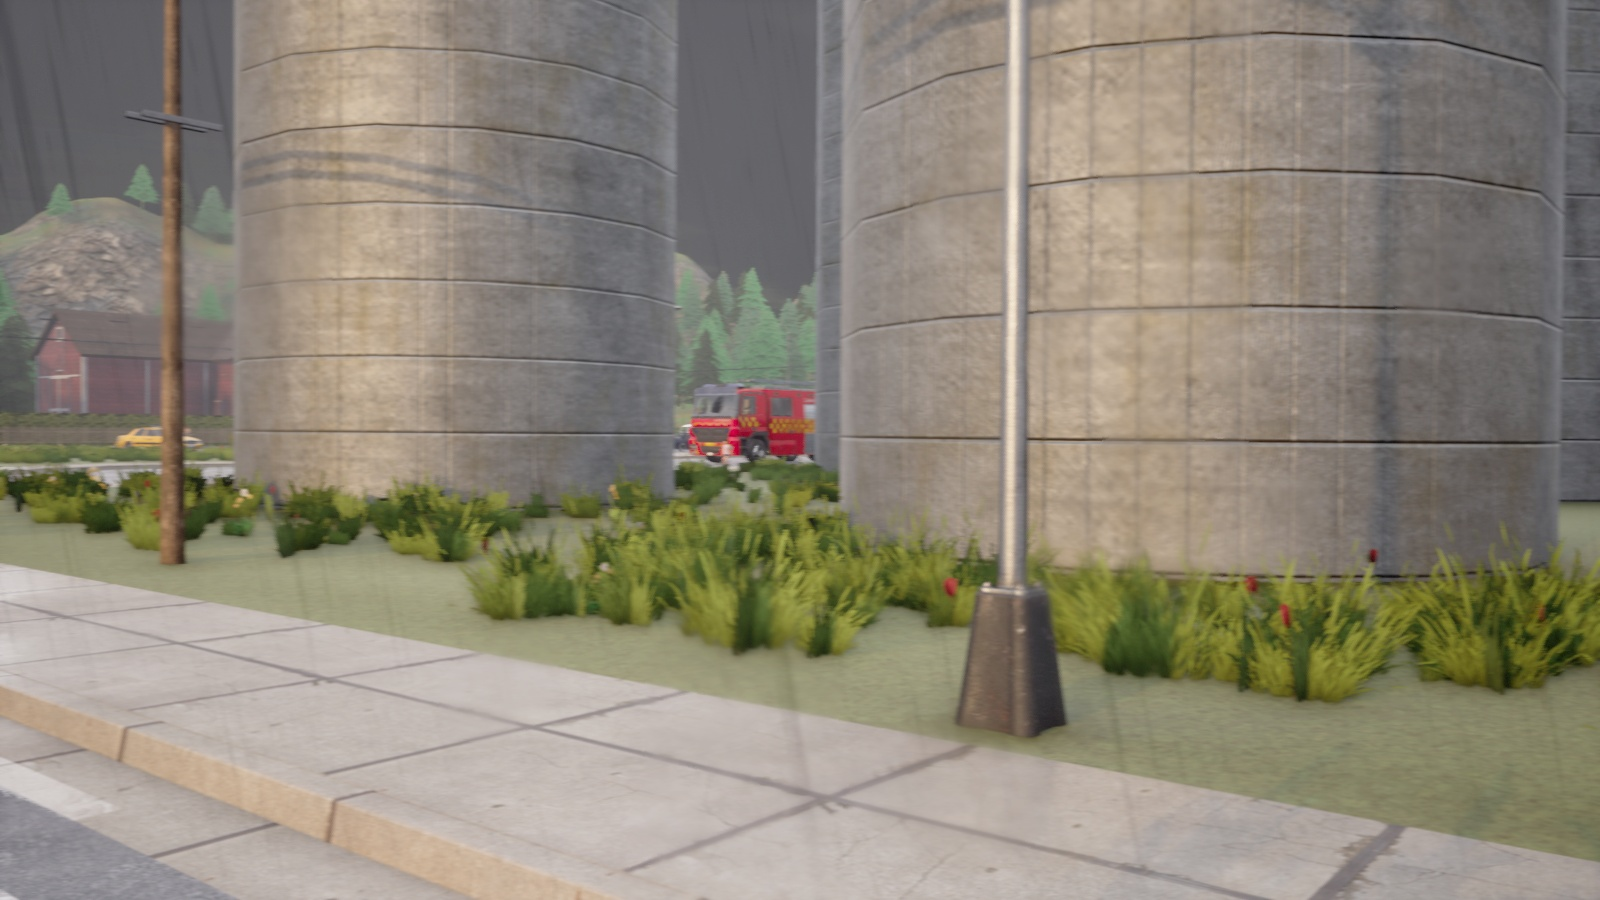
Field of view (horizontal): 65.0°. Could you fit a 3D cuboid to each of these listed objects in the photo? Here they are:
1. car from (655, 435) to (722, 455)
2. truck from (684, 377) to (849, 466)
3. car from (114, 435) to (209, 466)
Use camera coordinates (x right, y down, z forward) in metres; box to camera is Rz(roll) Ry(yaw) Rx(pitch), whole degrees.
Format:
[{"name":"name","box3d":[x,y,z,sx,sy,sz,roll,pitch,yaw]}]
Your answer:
[{"name":"car","box3d":[-7.641,-0.379,86.561,1.895,1.301,4.718,0,1,38]},{"name":"truck","box3d":[-1.404,-1.288,58.234,2.891,3.827,8.468,0,1,38]},{"name":"car","box3d":[-34.083,0.030,67.015,5.366,1.575,1.801,0,1,29]}]
